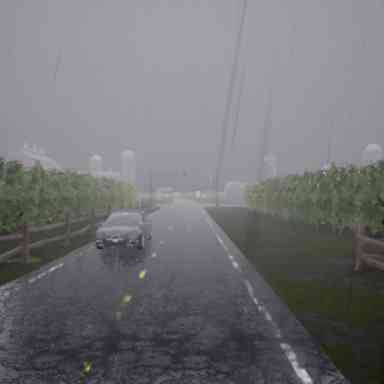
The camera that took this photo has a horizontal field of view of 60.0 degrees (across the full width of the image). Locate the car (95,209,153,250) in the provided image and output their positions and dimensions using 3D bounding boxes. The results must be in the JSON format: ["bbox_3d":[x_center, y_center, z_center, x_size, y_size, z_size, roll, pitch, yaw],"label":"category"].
[{"bbox_3d":[-2.856,1.571,14.773,1.837,1.490,4.892,0,0,0],"label":"car"}]
